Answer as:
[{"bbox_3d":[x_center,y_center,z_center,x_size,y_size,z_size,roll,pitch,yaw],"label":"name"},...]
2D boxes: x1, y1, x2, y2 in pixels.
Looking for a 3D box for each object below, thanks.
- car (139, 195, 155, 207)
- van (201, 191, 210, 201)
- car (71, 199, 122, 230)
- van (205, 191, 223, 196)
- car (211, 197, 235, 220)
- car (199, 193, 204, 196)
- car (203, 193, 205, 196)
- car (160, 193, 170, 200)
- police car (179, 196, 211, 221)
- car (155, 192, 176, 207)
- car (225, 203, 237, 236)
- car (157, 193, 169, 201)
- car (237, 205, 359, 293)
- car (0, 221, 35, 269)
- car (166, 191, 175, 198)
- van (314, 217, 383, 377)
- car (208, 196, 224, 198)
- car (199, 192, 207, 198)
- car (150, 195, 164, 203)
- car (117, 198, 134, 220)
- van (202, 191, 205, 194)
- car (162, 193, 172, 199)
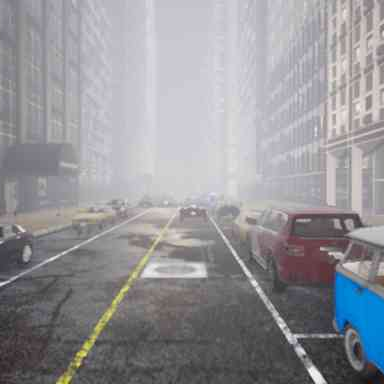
[{"bbox_3d":[-5.715,1.199,42.801,1.947,1.339,4.313,0,1,0],"label":"car"},{"bbox_3d":[2.653,0.759,65.596,1.690,1.788,3.998,0,1,0],"label":"van"},{"bbox_3d":[-5.703,1.364,19.838,1.752,1.417,4.829,0,0,0],"label":"car"},{"bbox_3d":[2.668,1.027,37.105,1.690,1.788,3.998,0,1,0],"label":"van"},{"bbox_3d":[2.675,1.339,25.711,2.008,1.369,4.403,0,1,0],"label":"car"},{"bbox_3d":[0.078,1.207,41.834,1.994,1.385,4.181,0,1,0],"label":"car"},{"bbox_3d":[2.666,1.178,42.804,1.887,1.381,4.507,0,1,0],"label":"car"},{"bbox_3d":[-5.731,0.944,71.293,1.802,1.307,4.206,0,1,0],"label":"car"},{"bbox_3d":[0.087,1.294,25.026,2.038,1.542,4.974,0,0,0],"label":"police car"},{"bbox_3d":[-3.113,1.130,42.417,2.128,1.511,4.902,0,0,0],"label":"car"},{"bbox_3d":[2.681,1.409,14.482,1.752,1.417,4.829,0,0,0],"label":"car"},{"bbox_3d":[-5.728,0.962,65.594,1.887,1.381,4.507,0,1,0],"label":"car"},{"bbox_3d":[2.683,1.246,8.612,2.192,1.841,5.009,0,0,0],"label":"car"},{"bbox_3d":[-5.697,1.482,8.612,2.008,1.369,4.403,0,0,0],"label":"car"},{"bbox_3d":[-5.740,0.629,88.385,1.967,1.590,4.097,0,1,0],"label":"car"},{"bbox_3d":[2.686,1.317,2.913,1.690,1.788,3.998,0,0,0],"label":"van"},{"bbox_3d":[2.672,1.320,31.409,1.802,1.307,4.206,0,1,0],"label":"car"},{"bbox_3d":[2.644,0.813,82.693,1.947,1.339,4.313,0,1,0],"label":"car"},{"bbox_3d":[-5.721,1.108,54.198,1.802,1.307,4.206,0,1,0],"label":"car"},{"bbox_3d":[-5.706,1.228,25.707,1.967,1.590,4.097,0,0,0],"label":"car"},{"bbox_3d":[2.656,0.813,59.896,1.690,1.788,3.998,0,1,0],"label":"van"},{"bbox_3d":[-5.734,0.856,76.989,2.008,1.369,4.403,0,1,0],"label":"car"}]
